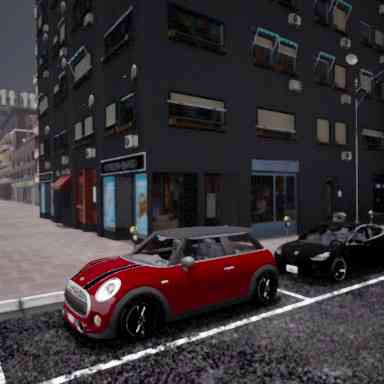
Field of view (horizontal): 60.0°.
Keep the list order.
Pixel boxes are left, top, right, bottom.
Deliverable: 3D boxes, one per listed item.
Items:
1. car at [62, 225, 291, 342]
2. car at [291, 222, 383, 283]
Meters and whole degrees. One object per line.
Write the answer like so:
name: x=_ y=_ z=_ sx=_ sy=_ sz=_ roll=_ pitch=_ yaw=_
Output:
car: x=-0.281 y=1.438 z=6.377 sx=4.097 sy=1.590 sz=1.967 roll=0 pitch=-1 yaw=-36
car: x=4.278 y=1.559 z=9.631 sx=4.313 sy=1.339 sz=1.947 roll=0 pitch=-1 yaw=-36
